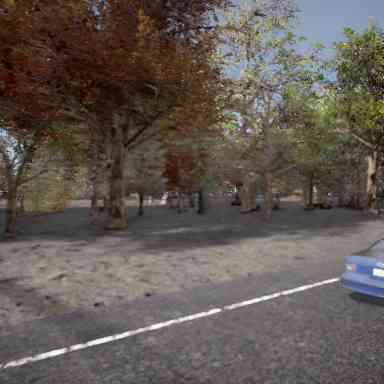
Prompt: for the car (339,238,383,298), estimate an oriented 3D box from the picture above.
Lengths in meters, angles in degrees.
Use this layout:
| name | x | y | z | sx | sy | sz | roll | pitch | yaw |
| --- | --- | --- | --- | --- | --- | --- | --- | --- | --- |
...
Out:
| name | x | y | z | sx | sy | sz | roll | pitch | yaw |
| --- | --- | --- | --- | --- | --- | --- | --- | --- | --- |
| car | 5.627 | 1.599 | 7.768 | 5.357 | 1.411 | 2.033 | 0 | 0 | -36 |
